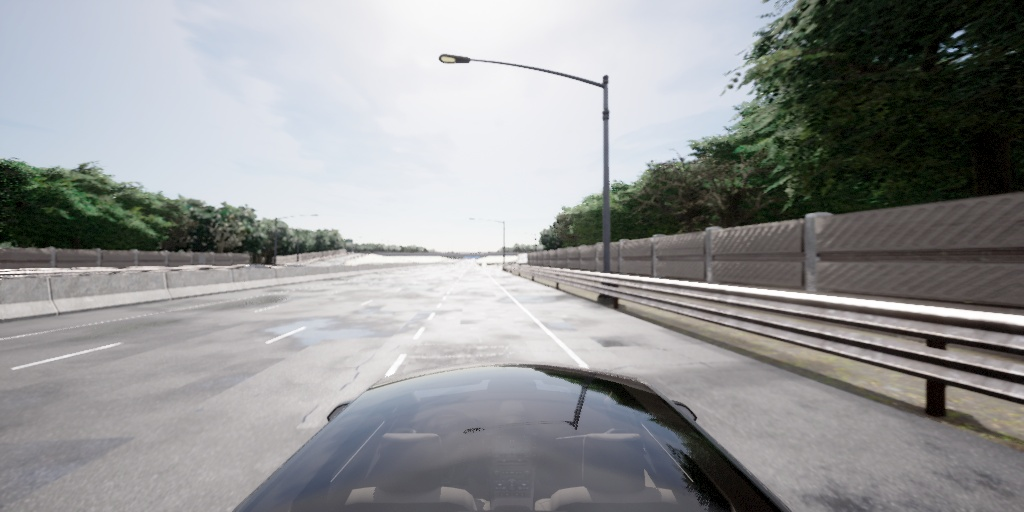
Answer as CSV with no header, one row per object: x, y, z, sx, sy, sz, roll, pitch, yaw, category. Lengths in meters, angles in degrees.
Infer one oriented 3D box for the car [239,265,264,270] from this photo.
-37.049,1.962,51.562,1.882,1.535,5.008,0,-1,-6,car

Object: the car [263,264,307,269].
-25.317,1.900,40.206,1.895,1.301,4.718,0,-1,-6,car
